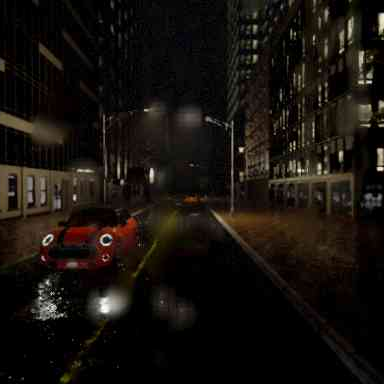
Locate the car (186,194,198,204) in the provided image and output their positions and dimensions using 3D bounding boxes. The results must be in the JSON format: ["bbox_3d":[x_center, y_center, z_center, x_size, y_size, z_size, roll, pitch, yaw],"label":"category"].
[{"bbox_3d":[-0.012,1.108,53.823,1.882,1.535,5.008,0,0,0],"label":"car"}]

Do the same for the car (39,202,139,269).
[{"bbox_3d":[-3.084,1.271,10.826,2.097,1.767,4.553,0,0,0],"label":"car"}]

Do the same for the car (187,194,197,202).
[{"bbox_3d":[-0.015,1.070,64.238,1.837,1.490,4.892,0,0,0],"label":"car"}]
